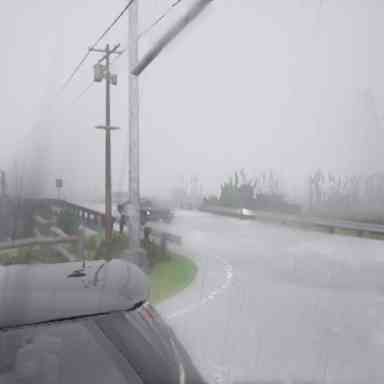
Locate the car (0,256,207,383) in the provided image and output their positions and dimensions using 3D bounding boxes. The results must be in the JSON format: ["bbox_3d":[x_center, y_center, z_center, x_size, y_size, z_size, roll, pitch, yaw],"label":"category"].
[{"bbox_3d":[-2.080,1.337,1.832,4.553,1.767,2.097,0,1,-21],"label":"car"}]

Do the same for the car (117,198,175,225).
[{"bbox_3d":[-2.873,1.094,20.067,1.895,1.301,4.718,0,3,-32],"label":"car"}]
